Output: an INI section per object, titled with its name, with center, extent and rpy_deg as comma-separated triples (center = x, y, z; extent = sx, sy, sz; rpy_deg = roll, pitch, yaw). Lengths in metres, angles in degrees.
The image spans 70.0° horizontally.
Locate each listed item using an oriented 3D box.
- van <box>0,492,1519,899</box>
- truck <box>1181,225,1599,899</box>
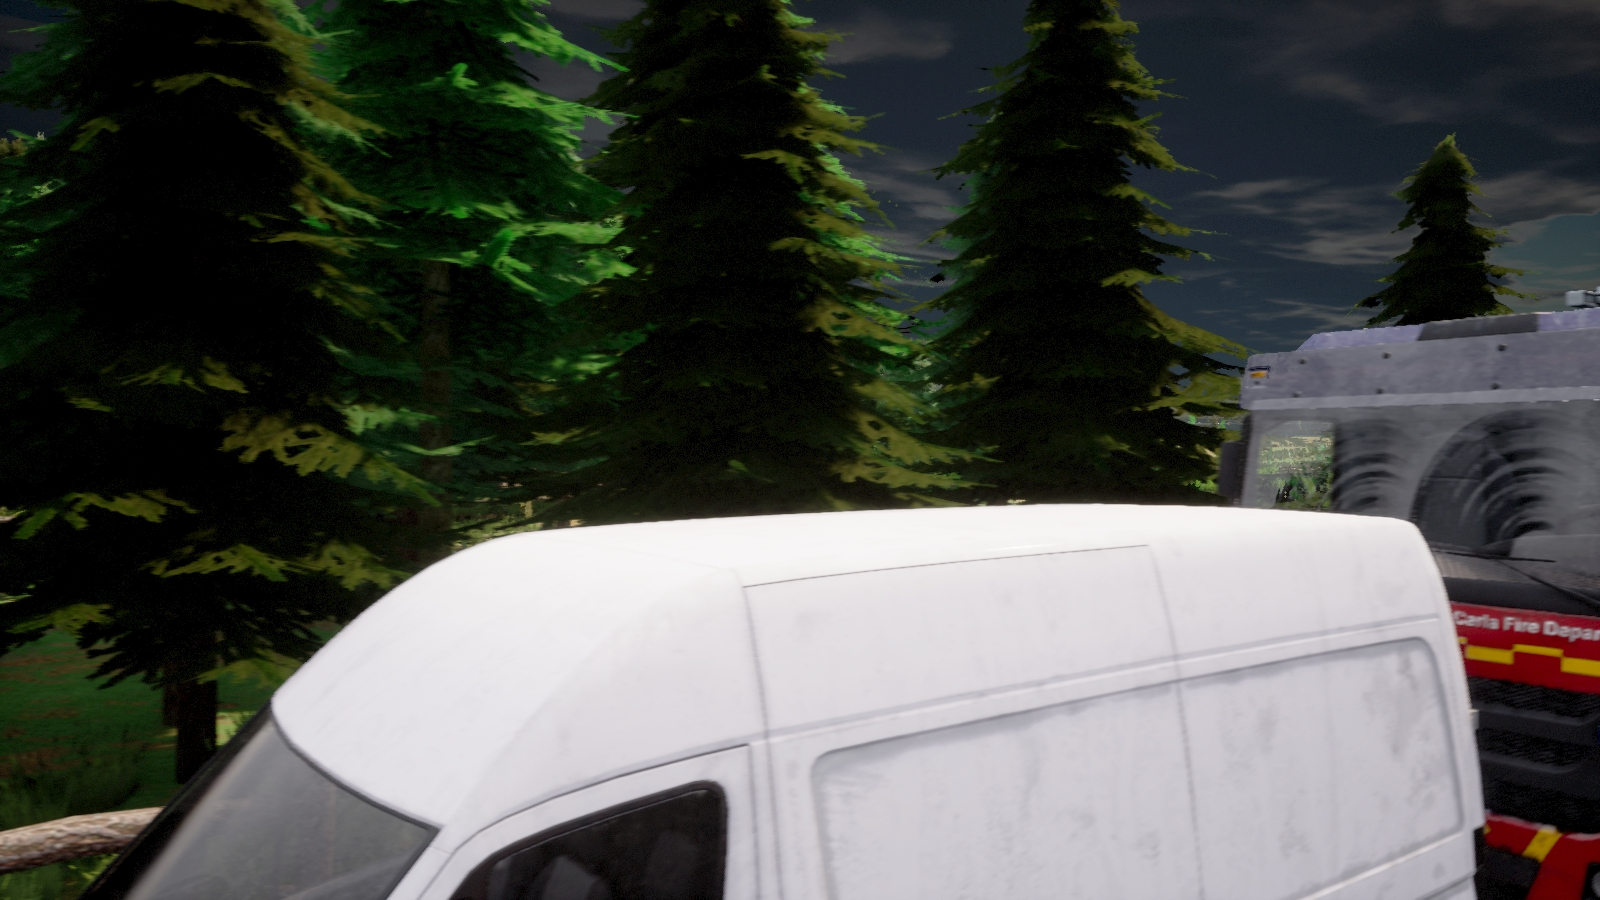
[van]
center = -0.116, 1.508, 3.700
extent = 5.915, 2.561, 1.988
rpy_deg = 0, 0, -35
[truck]
center = 6.736, 0.858, 8.470
extent = 8.468, 3.827, 2.891
rpy_deg = 0, 0, -34
